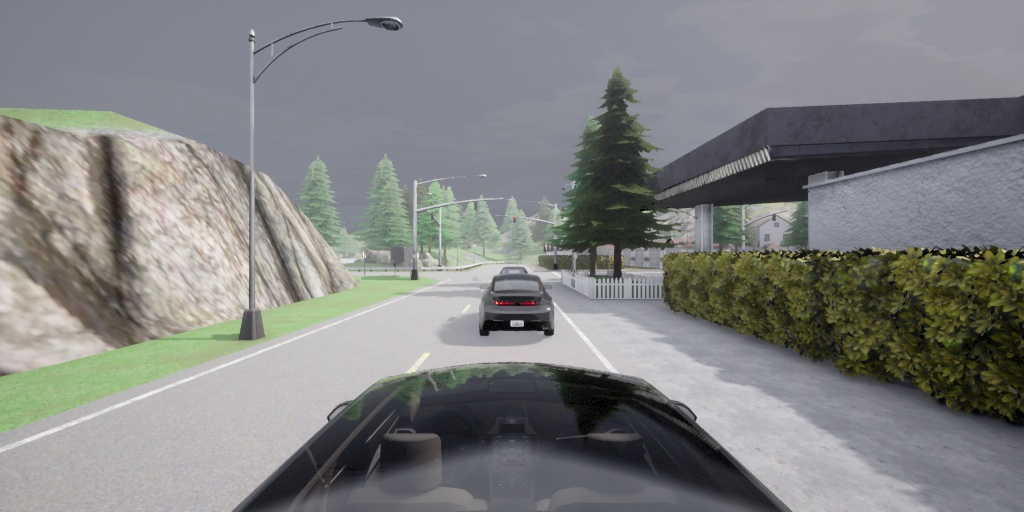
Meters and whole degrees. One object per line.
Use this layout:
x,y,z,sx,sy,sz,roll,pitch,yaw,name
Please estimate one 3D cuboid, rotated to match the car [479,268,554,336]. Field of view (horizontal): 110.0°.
0.117,1.255,10.376,1.837,1.490,4.892,0,0,0,car
